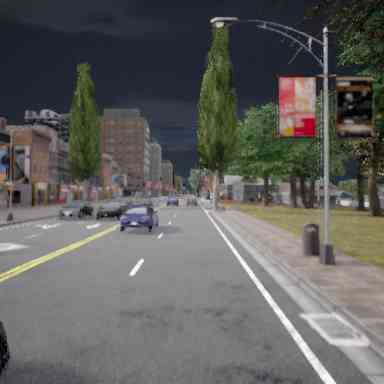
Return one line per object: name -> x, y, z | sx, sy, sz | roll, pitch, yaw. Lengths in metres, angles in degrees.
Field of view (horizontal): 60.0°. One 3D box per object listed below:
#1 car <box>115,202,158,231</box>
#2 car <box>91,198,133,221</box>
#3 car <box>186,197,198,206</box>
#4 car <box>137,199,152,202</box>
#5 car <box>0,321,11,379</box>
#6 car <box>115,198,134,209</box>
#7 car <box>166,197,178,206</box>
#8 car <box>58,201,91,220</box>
car -> -3.148, 1.539, 20.381 | 1.812, 1.442, 4.674 | 0, 0, 0
car -> -6.597, 1.505, 27.977 | 1.882, 1.535, 5.008 | 0, 0, 0
car -> -0.001, 1.607, 55.881 | 2.128, 1.511, 4.902 | 0, 0, 0
car -> -6.578, 1.638, 46.372 | 1.994, 1.385, 4.181 | 0, 0, 0
car -> -3.151, 1.564, 2.270 | 1.994, 1.385, 4.181 | 0, 0, 0
car -> -9.820, 1.590, 48.838 | 1.837, 1.490, 4.892 | 0, -1, 0
car -> -3.251, 1.639, 55.574 | 1.812, 1.442, 4.674 | 0, 0, 0
car -> -9.846, 1.520, 28.687 | 2.128, 1.511, 4.902 | 0, 0, 0
